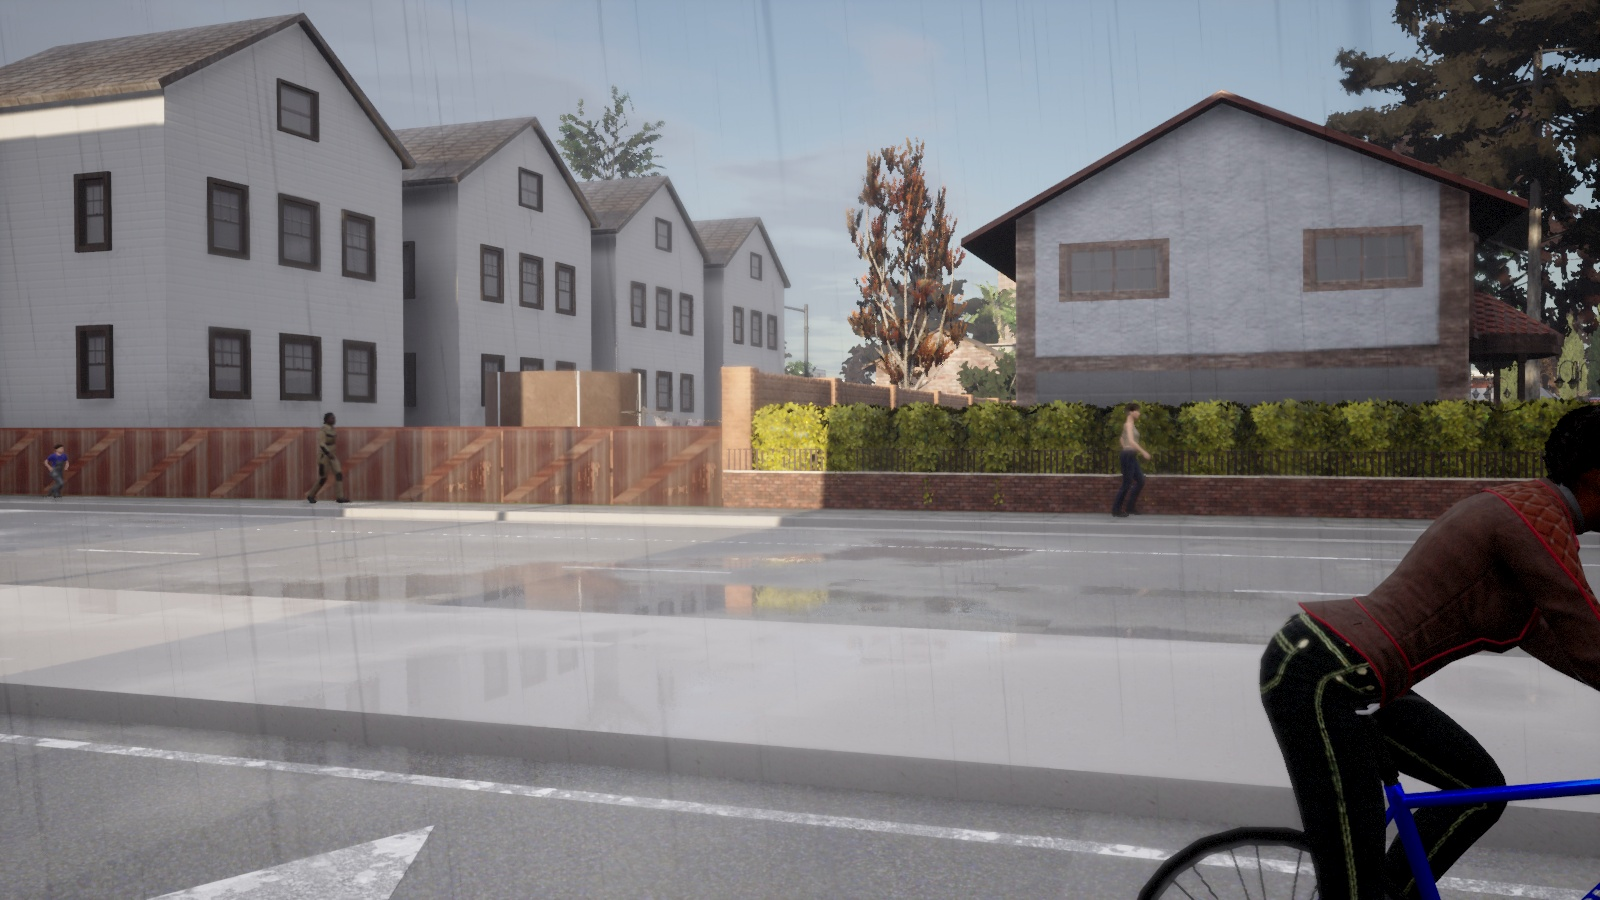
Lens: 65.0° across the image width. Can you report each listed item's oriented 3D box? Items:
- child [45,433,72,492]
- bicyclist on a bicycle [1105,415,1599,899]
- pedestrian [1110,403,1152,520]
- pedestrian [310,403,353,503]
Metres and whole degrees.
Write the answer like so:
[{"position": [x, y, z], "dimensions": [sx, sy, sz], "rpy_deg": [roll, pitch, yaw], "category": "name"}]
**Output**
[{"position": [-16.026, 0.267, 27.150], "dimensions": [0.437, 1.263, 0.270], "rpy_deg": [1, 1, 19], "category": "child"}, {"position": [1.527, 0.742, 2.678], "dimensions": [1.656, 1.620, 0.582], "rpy_deg": [1, 1, 19], "category": "bicyclist on a bicycle"}, {"position": [5.265, 0.182, 19.968], "dimensions": [0.594, 1.836, 0.345], "rpy_deg": [1, 1, 20], "category": "pedestrian"}, {"position": [-9.144, 0.055, 24.503], "dimensions": [0.692, 1.930, 0.396], "rpy_deg": [1, 1, 21], "category": "pedestrian"}]
